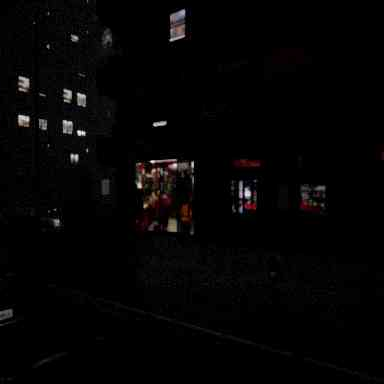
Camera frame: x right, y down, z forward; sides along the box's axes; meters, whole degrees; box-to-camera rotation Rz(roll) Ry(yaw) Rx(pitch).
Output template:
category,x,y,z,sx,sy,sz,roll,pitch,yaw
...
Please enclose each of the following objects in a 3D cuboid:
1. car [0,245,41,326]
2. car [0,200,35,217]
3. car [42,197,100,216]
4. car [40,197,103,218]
category,x,y,z,sx,sy,sz,roll,pitch,yaw
car,-4.505,1.549,6.083,4.403,1.369,2.008,0,0,35
car,-14.075,1.342,26.090,2.008,1.369,4.403,1,1,35
car,-10.987,1.241,30.516,1.752,1.417,4.829,1,1,35
car,-9.716,1.242,27.830,1.837,1.490,4.892,0,1,35
